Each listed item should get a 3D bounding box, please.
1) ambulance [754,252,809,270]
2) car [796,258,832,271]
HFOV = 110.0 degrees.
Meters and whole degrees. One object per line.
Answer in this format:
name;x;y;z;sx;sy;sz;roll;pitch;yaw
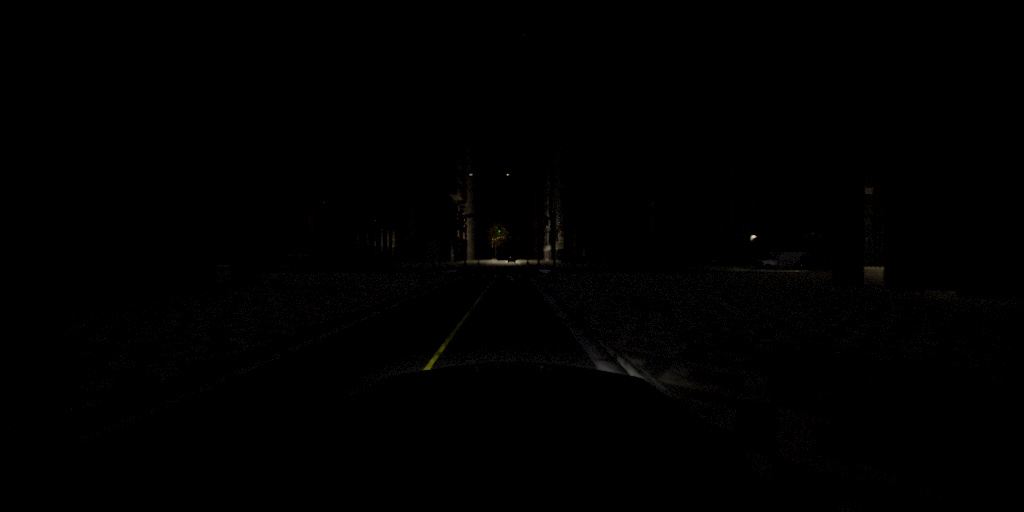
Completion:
ambulance;37.048;0.674;49.351;6.366;2.431;2.351;0;0;0
car;39.963;1.266;46.137;4.718;1.301;1.895;0;0;1
